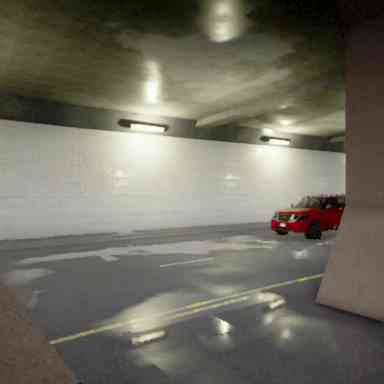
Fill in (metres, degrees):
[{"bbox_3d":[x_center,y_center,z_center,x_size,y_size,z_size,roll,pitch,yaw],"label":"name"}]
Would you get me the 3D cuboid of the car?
[{"bbox_3d":[6.569,1.181,16.994,5.566,2.045,2.150,0,0,-32],"label":"car"}]
